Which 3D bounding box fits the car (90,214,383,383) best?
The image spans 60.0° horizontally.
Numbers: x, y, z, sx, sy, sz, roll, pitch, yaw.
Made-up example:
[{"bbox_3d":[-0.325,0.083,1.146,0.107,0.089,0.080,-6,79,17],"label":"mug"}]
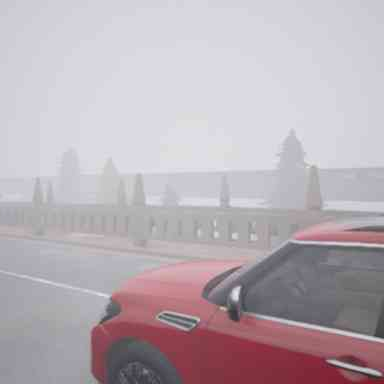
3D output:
[{"bbox_3d":[1.606,1.207,2.695,5.566,2.045,2.150,0,0,35],"label":"car"}]
